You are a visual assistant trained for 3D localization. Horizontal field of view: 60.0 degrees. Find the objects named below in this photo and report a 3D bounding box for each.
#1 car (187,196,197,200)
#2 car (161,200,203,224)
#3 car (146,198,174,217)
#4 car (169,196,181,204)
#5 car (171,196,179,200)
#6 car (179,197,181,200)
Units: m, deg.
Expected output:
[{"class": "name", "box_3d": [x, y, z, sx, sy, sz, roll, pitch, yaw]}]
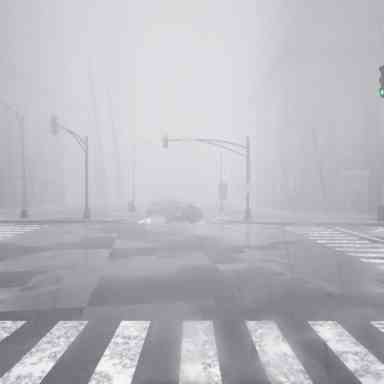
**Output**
[{"class": "car", "box_3d": [-0.021, 1.514, 62.620, 1.812, 1.442, 4.674, 0, 0, 0]}, {"class": "car", "box_3d": [-0.499, 1.512, 23.873, 1.994, 1.385, 4.181, 0, -1, 12]}, {"class": "car", "box_3d": [-3.123, 1.540, 31.290, 2.033, 1.411, 5.357, 0, 0, 0]}, {"class": "car", "box_3d": [-3.068, 1.466, 61.938, 1.882, 1.535, 5.008, 0, 0, 1]}, {"class": "car", "box_3d": [-3.128, 1.539, 41.363, 2.033, 1.411, 5.357, 0, 0, 0]}, {"class": "car", "box_3d": [-3.115, 1.553, 51.446, 1.994, 1.385, 4.181, 0, 0, 1]}]
